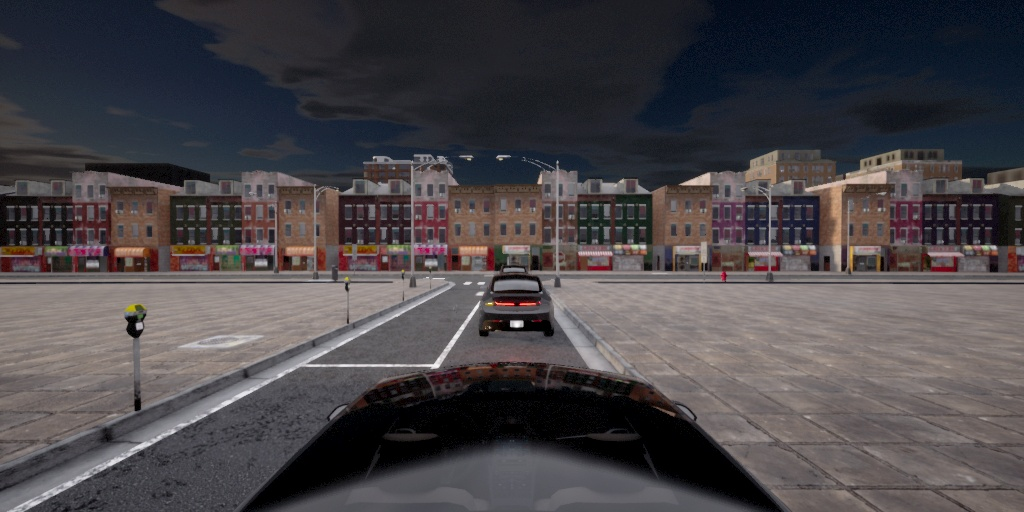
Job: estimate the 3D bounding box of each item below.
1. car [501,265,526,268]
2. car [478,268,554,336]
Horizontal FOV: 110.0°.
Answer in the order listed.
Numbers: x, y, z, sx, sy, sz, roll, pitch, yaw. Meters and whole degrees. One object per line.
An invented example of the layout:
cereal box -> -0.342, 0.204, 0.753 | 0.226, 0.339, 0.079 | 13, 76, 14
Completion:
car -> 0.062, 1.252, 20.063 | 1.837, 1.490, 4.892 | 0, 0, -1
car -> 0.102, 1.253, 10.331 | 1.837, 1.490, 4.892 | 0, 0, 0
